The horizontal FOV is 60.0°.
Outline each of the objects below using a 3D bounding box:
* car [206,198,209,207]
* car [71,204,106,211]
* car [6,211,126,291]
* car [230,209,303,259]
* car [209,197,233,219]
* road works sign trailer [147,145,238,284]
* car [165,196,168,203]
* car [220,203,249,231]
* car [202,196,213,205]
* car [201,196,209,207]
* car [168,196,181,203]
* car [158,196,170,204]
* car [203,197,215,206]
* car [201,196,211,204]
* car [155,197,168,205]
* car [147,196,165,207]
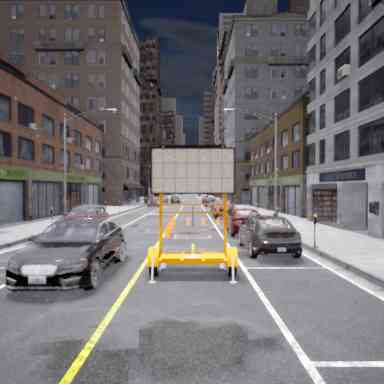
[{"bbox_3d":[2.807,1.546,34.456,1.887,1.381,4.507,-1,0,0],"label":"car"},{"bbox_3d":[-5.745,1.438,17.954,1.967,1.590,4.097,-1,0,0],"label":"car"},{"bbox_3d":[-3.086,1.489,9.088,2.128,1.511,4.902,0,0,0],"label":"car"},{"bbox_3d":[2.772,1.548,12.435,2.008,1.369,4.403,-1,0,0],"label":"car"},{"bbox_3d":[2.797,1.440,28.951,1.967,1.590,4.097,-1,0,0],"label":"car"},{"bbox_3d":[0.028,0.462,9.577,2.380,3.560,2.880,0,0,0],"label":"road works sign trailer"},{"bbox_3d":[-5.683,1.579,56.490,1.947,1.339,4.313,-1,0,0],"label":"car"},{"bbox_3d":[2.781,1.543,17.940,1.887,1.381,4.507,-1,0,0],"label":"car"},{"bbox_3d":[2.850,1.562,61.981,1.887,1.381,4.507,-1,0,0],"label":"car"},{"bbox_3d":[2.833,1.576,50.971,1.947,1.339,4.313,-1,0,0],"label":"car"},{"bbox_3d":[-2.950,1.522,60.590,1.837,1.490,4.892,0,0,1],"label":"car"},{"bbox_3d":[-5.666,1.566,67.500,1.887,1.381,4.507,-1,0,0],"label":"car"},{"bbox_3d":[2.842,1.558,56.476,1.887,1.381,4.507,-1,0,0],"label":"car"},{"bbox_3d":[2.859,1.566,67.487,1.887,1.381,4.507,-1,0,0],"label":"car"},{"bbox_3d":[-5.674,1.568,61.995,2.008,1.369,4.403,-1,0,0],"label":"car"},{"bbox_3d":[-5.693,1.450,50.984,1.967,1.590,4.097,-1,0,0],"label":"car"}]
